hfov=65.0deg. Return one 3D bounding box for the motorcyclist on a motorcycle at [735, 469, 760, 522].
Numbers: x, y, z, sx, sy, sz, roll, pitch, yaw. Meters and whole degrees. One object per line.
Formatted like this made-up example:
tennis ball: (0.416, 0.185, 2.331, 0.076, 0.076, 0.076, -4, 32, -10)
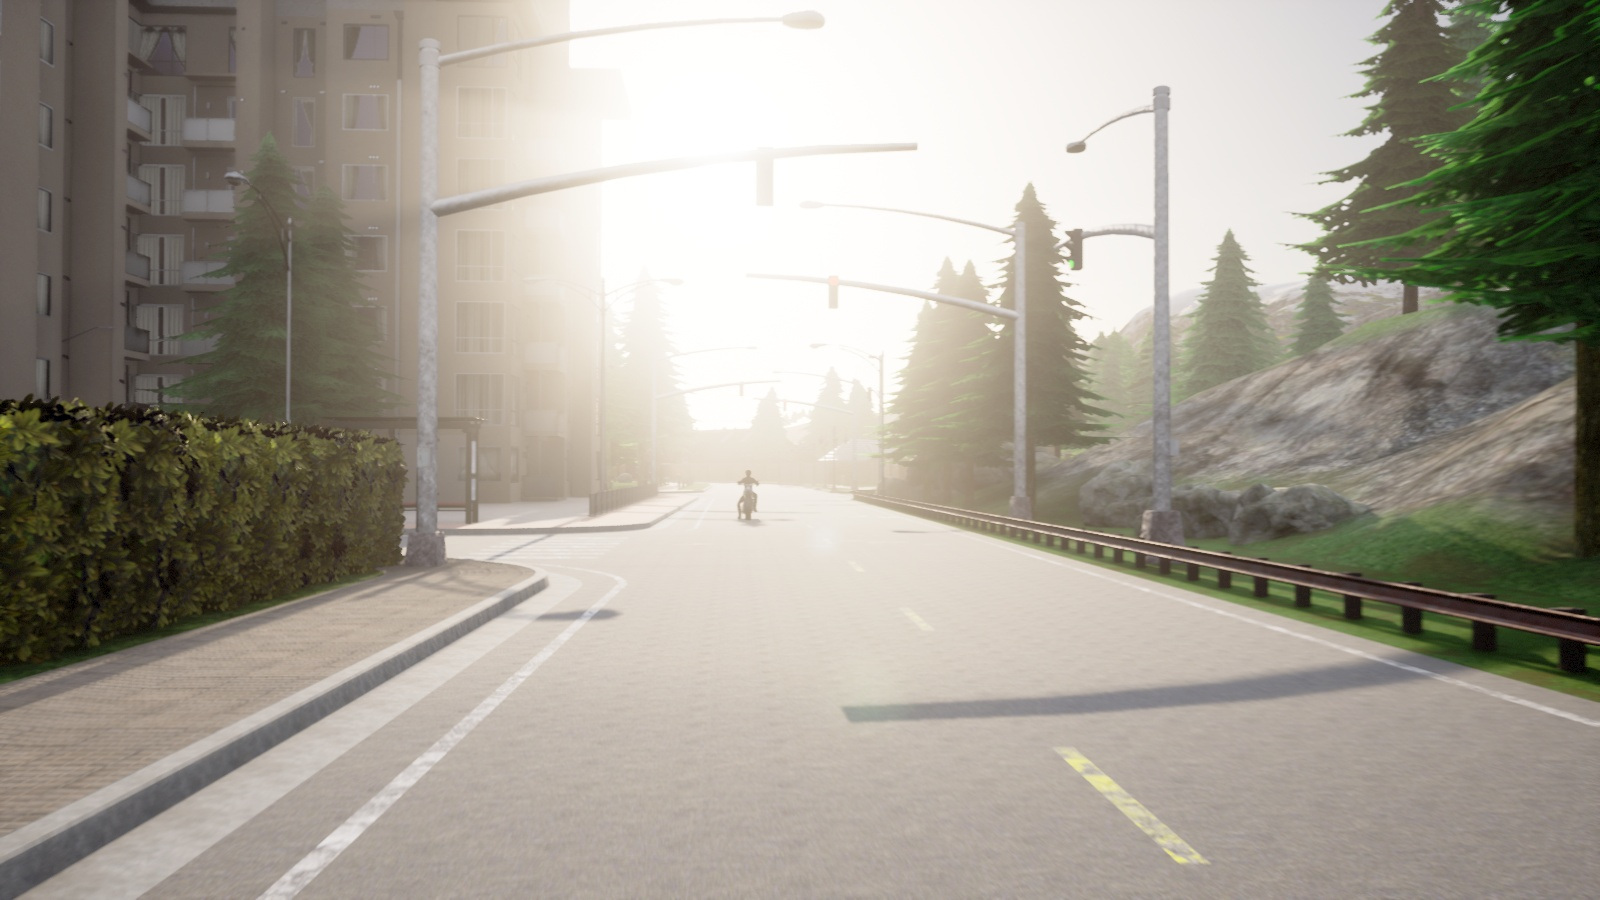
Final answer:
motorcyclist on a motorcycle: (-1.692, 1.454, 40.635, 0.766, 1.649, 2.350, 0, -1, -2)
